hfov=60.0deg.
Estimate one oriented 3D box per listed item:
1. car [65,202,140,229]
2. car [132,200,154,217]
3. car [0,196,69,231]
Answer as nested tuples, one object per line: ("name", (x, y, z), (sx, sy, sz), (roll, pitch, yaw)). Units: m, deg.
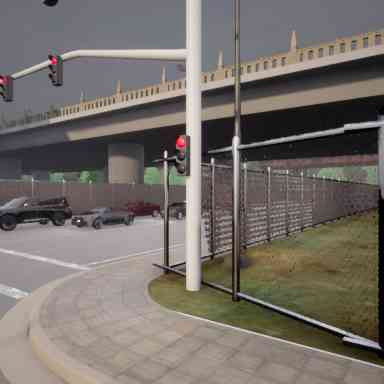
("car", (-5.867, 1.619, 22.230), (1.994, 1.385, 4.181), (0, 0, 35))
("car", (-4.912, 1.533, 29.636), (1.882, 1.535, 5.008), (0, 0, 35))
("car", (-10.587, 1.277, 21.633), (2.150, 2.045, 5.566), (0, 0, 36))
